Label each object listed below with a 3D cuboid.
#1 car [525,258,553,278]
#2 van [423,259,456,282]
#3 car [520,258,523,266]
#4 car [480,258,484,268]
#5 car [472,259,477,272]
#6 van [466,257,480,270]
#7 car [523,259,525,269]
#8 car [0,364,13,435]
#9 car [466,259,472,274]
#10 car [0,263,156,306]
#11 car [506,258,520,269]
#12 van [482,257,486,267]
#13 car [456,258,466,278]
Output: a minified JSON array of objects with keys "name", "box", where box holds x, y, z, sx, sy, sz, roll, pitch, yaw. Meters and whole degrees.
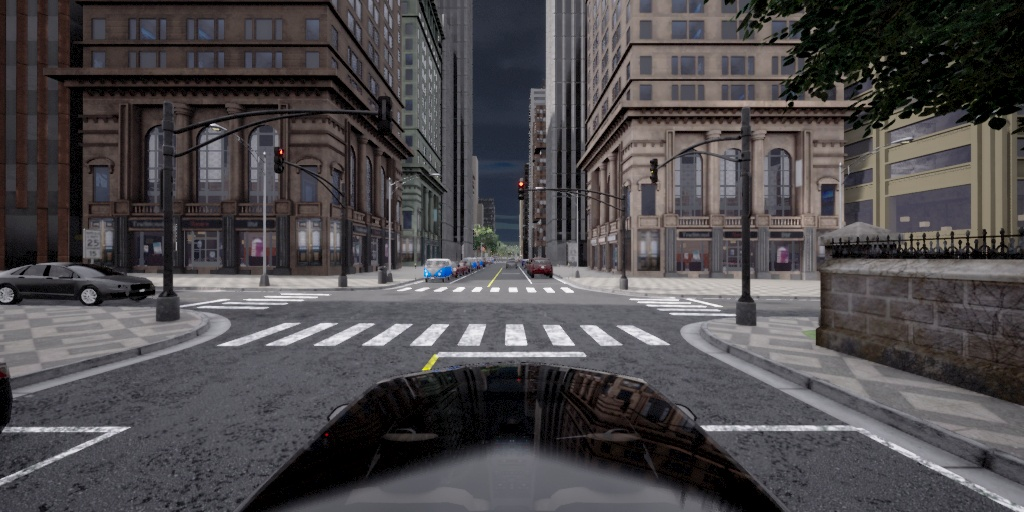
[{"name":"car","box":[2.687,1.085,33.818,2.192,1.841,5.009,0,0,0]},{"name":"van","box":[-5.825,1.105,28.348,1.690,1.789,3.998,0,0,0]},{"name":"car","box":[2.635,1.352,55.580,2.007,1.370,4.403,0,0,0]},{"name":"car","box":[-5.890,1.347,55.553,1.888,1.381,4.507,0,0,0]},{"name":"car","box":[-5.864,1.351,44.670,1.948,1.339,4.313,0,0,0]},{"name":"van","box":[-5.877,1.134,50.112,1.690,1.789,3.998,0,0,0]},{"name":"car","box":[2.674,1.092,39.258,2.192,1.841,5.009,0,0,0]},{"name":"car","box":[-5.762,1.316,1.691,1.948,1.339,4.313,0,0,0]},{"name":"car","box":[-5.851,1.322,39.229,1.888,1.381,4.507,0,0,0]},{"name":"car","box":[-16.518,1.024,13.616,4.892,1.490,1.837,1,0,-1]},{"name":"car","box":[-0.036,1.298,59.153,2.128,1.511,4.902,0,0,0]},{"name":"van","box":[-5.903,1.151,60.995,1.690,1.789,3.998,0,0,0]},{"name":"car","box":[-5.838,1.210,33.789,1.967,1.591,4.097,0,0,0]}]
